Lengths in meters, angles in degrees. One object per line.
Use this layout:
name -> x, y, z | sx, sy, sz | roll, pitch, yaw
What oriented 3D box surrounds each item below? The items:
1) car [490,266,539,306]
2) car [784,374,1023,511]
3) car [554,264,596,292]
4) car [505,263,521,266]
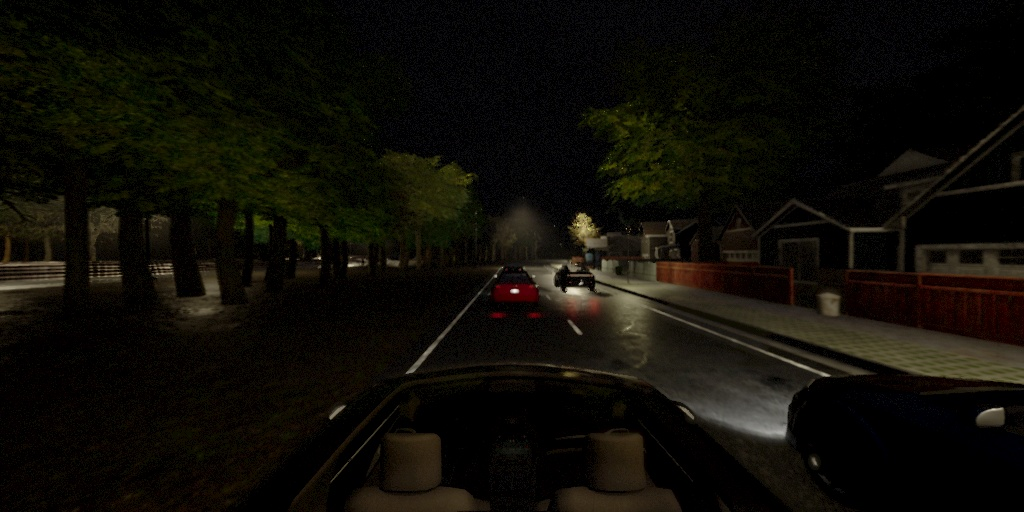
car -> 0.108, 1.310, 15.770 | 1.994, 1.385, 4.181 | 0, 0, 0
car -> 3.601, 1.314, 1.693 | 1.994, 1.385, 4.181 | 0, 0, 0
car -> 3.609, 1.231, 21.160 | 2.128, 1.511, 4.902 | 0, 0, 0
car -> 0.114, 1.300, 35.046 | 1.895, 1.301, 4.718 | 0, 0, 0
